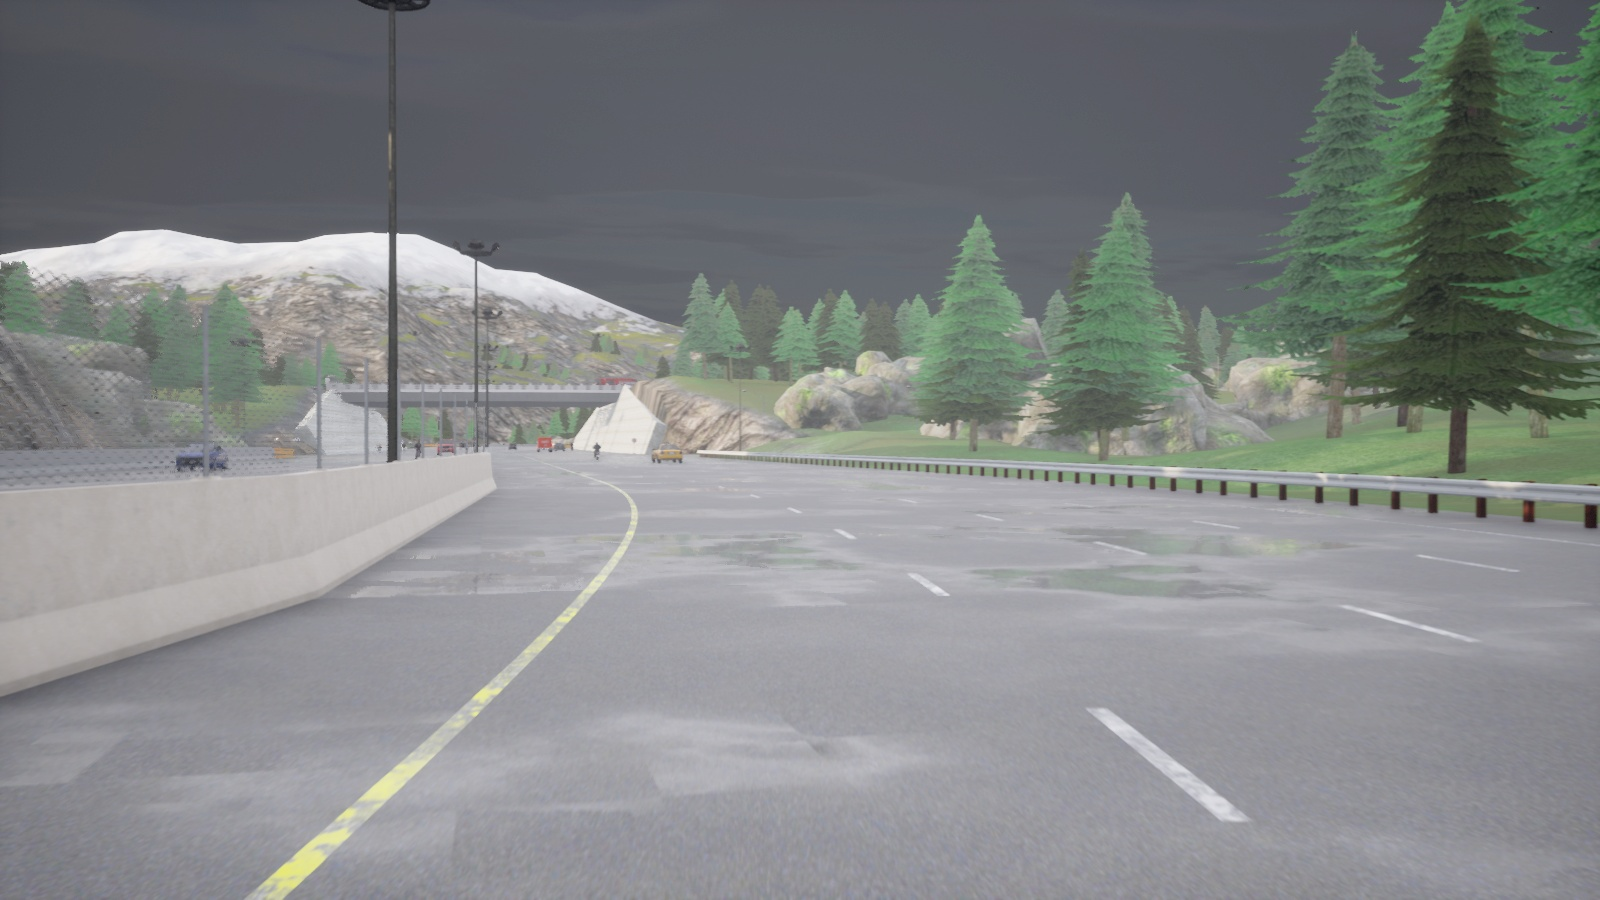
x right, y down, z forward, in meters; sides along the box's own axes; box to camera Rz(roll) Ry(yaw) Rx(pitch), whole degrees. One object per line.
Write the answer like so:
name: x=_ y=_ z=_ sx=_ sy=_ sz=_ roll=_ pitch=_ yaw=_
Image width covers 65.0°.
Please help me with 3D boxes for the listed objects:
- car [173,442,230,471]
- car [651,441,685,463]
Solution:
car: x=-32.466 y=0.321 z=68.243 sx=1.882 sy=1.535 sz=5.008 roll=0 pitch=0 yaw=-14
car: x=-9.805 y=0.156 z=92.983 sx=1.801 sy=1.575 sz=5.366 roll=0 pitch=0 yaw=-14
